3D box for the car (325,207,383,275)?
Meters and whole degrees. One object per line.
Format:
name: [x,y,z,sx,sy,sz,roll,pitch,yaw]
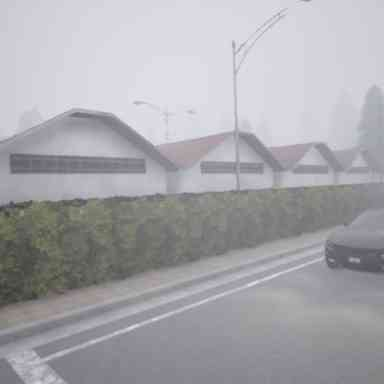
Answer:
car: [5.520,1.184,9.253,5.008,1.535,1.882,-3,1,-43]
